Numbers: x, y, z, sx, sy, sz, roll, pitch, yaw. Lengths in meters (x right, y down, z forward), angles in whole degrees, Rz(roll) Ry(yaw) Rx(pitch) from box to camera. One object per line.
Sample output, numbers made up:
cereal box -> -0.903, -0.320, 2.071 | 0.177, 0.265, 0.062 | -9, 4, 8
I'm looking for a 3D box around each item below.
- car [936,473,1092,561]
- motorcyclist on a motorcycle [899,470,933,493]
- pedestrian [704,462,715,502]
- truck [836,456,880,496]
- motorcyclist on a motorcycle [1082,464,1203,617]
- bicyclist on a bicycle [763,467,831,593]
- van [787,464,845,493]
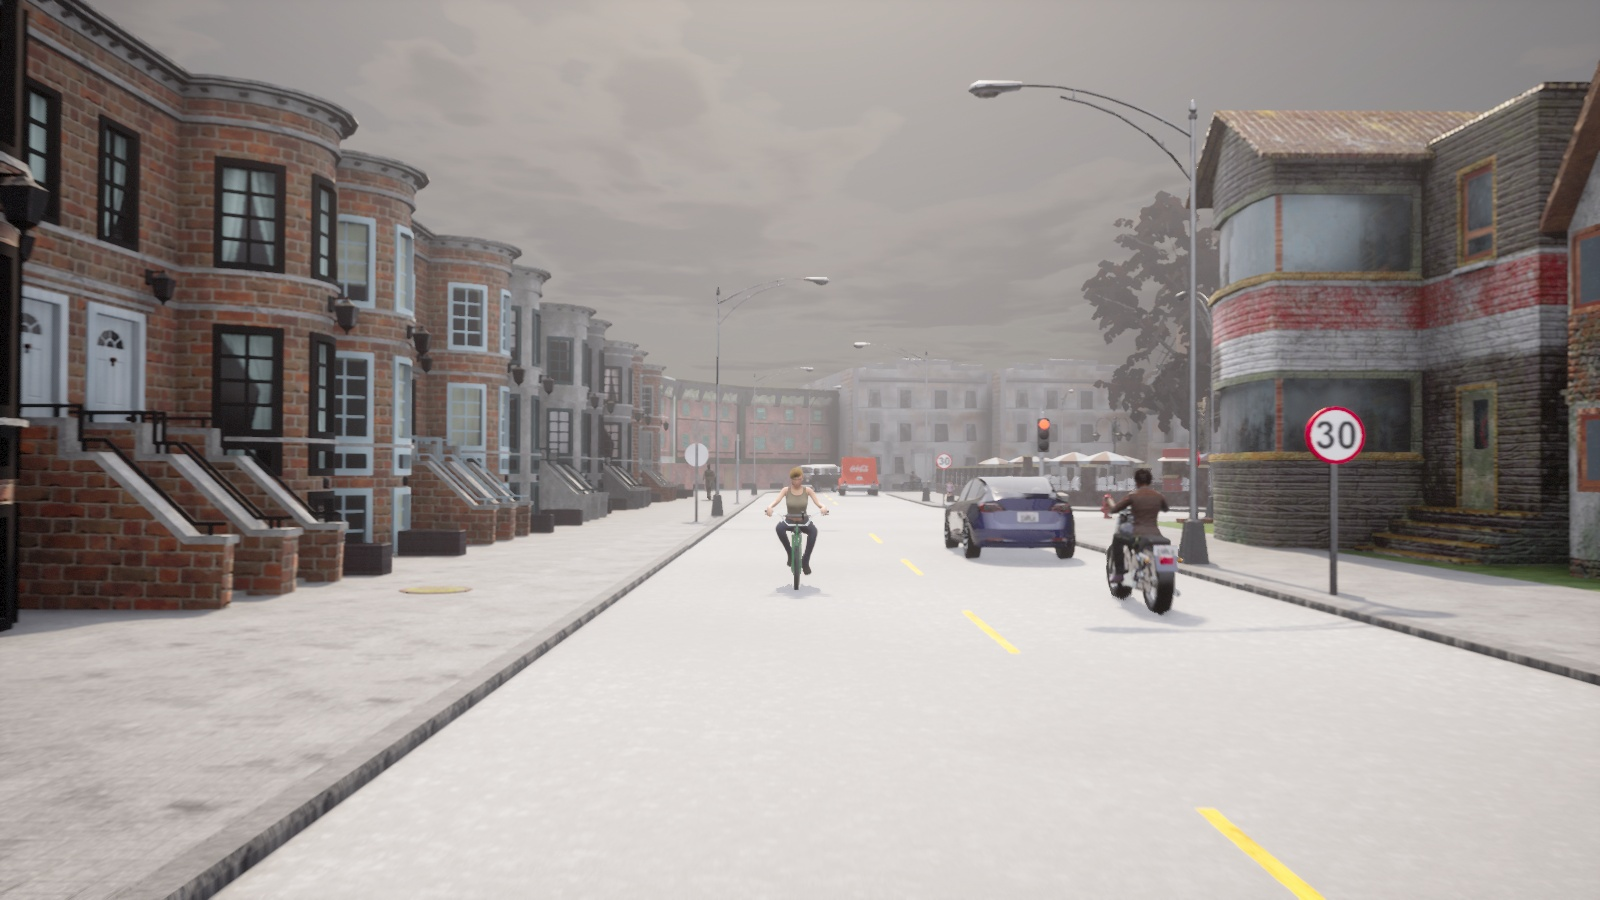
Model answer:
car -> 3.938, 1.201, 24.001 | 2.163, 1.488, 4.792 | 0, -1, 0
motorcyclist on a motorcycle -> 8.498, 2.275, 92.110 | 2.350, 1.649, 0.766 | 0, 1, -23
pedestrian -> -4.452, 1.569, 61.675 | 0.396, 1.930, 0.692 | 0, -1, 7
truck -> 3.759, 1.687, 82.085 | 2.627, 2.467, 5.204 | 0, -1, 0
motorcyclist on a motorcycle -> 3.965, 0.996, 14.753 | 0.766, 1.649, 2.350 | 0, -1, 0
bicyclist on a bicycle -> -0.035, 1.033, 16.827 | 0.866, 1.612, 1.509 | 0, -1, 0
van -> 1.187, 2.056, 90.858 | 2.069, 2.038, 4.480 | -2, -1, 33
